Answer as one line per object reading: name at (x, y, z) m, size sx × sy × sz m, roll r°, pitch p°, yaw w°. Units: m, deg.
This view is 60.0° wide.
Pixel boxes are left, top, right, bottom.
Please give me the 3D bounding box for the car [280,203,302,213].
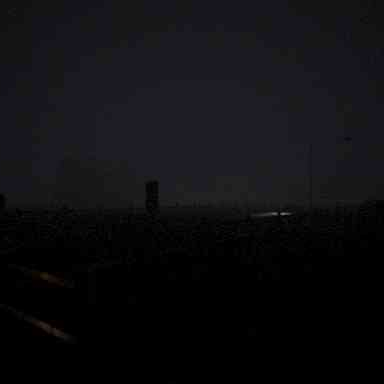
car at (14.735, 2.332, 49.362) m, size 1.895 × 1.301 × 4.718 m, roll -1°, pitch -1°, yaw 36°
